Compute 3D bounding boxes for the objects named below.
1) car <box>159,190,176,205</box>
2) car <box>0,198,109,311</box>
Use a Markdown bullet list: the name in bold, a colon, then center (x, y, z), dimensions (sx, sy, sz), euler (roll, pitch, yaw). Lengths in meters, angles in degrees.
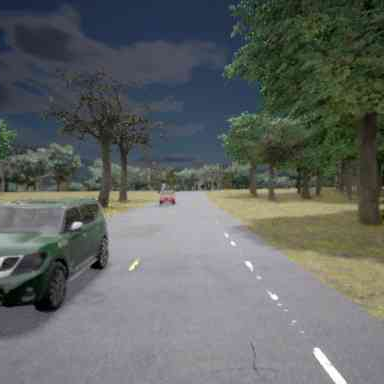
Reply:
- **car**: center (-3.569, 0.792, 48.981), dimensions (2.150, 2.045, 5.566), euler (0, 1, 0)
- **car**: center (-3.599, 1.206, 8.051), dimensions (2.150, 2.045, 5.566), euler (0, 0, 0)
